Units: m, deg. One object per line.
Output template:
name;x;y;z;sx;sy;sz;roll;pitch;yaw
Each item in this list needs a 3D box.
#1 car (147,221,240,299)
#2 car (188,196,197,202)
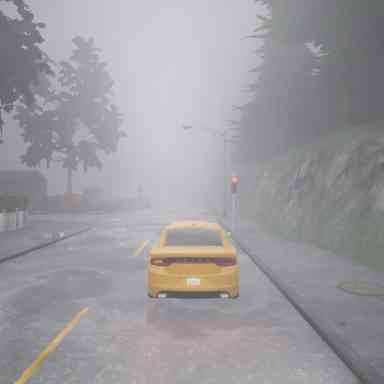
car;0.049;1.478;8.528;1.882;1.535;5.008;0;0;1
car;0.012;1.508;71.061;1.895;1.301;4.718;0;0;0
